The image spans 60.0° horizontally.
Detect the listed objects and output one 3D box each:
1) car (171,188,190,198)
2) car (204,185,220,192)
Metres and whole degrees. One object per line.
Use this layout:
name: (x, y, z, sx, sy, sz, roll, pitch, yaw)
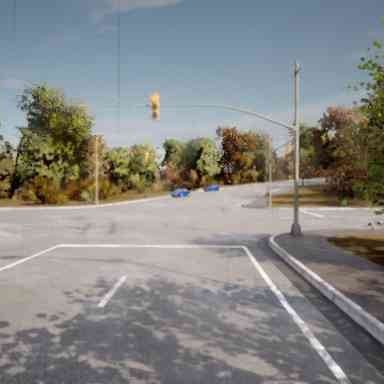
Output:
car: (-1.941, 0.176, 56.972, 1.882, 1.535, 5.008, 0, 3, 21)
car: (4.338, -0.832, 71.007, 1.882, 1.535, 5.008, 0, 5, 27)
